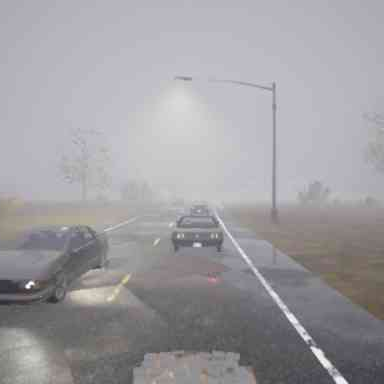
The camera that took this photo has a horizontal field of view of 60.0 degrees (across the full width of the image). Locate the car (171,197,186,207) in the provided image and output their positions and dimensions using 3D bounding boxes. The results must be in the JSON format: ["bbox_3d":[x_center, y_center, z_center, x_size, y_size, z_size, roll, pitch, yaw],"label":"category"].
[{"bbox_3d":[-1.971,1.536,51.239,2.033,1.411,5.357,0,0,4],"label":"car"}]

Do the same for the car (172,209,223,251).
[{"bbox_3d":[0.238,1.600,14.094,1.895,1.301,4.718,0,0,1],"label":"car"}]

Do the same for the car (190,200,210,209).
[{"bbox_3d":[0.739,1.521,31.702,1.812,1.442,4.674,0,0,2],"label":"car"}]

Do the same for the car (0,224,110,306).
[{"bbox_3d":[-3.541,1.545,8.434,2.033,1.411,5.357,0,0,1],"label":"car"}]
